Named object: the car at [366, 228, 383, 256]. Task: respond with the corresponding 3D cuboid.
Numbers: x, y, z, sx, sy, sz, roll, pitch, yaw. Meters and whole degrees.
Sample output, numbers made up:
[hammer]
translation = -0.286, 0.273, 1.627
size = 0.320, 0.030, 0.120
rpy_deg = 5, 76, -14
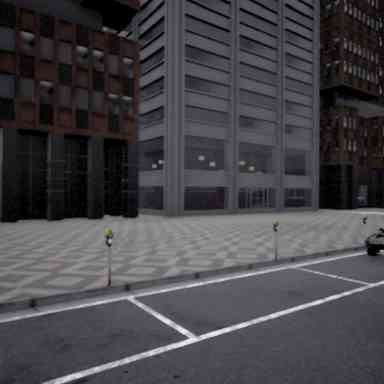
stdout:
[car]
translation = 8.372, 1.719, 12.616
size = 4.313, 1.339, 1.947
rpy_deg = 1, -1, -35
